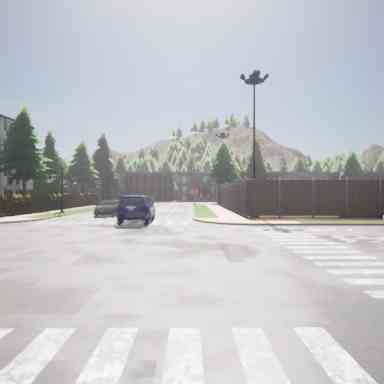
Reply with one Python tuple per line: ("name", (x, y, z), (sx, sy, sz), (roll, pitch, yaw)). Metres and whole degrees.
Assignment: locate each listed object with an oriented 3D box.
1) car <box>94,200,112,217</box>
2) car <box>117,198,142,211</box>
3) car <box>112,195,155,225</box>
("car", (-7.723, 1.513, 31.035), (1.837, 1.490, 4.892), (0, 0, 0))
("car", (-7.718, 1.564, 41.685), (2.033, 1.411, 5.357), (0, 0, 0))
("car", (-4.008, 1.232, 24.398), (2.150, 2.045, 5.566), (0, 0, -1))
